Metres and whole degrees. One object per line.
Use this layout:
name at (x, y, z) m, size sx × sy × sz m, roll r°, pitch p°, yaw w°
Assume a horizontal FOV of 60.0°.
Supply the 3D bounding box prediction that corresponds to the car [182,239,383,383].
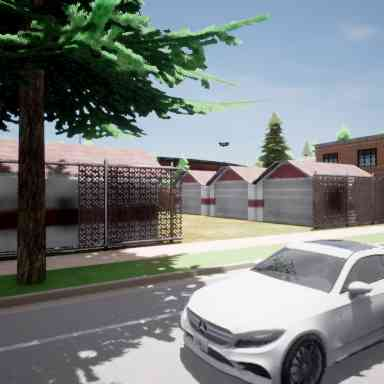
car at (2.074, 1.525, 5.185) m, size 4.674 × 1.442 × 1.812 m, roll 0°, pitch 0°, yaw -32°
